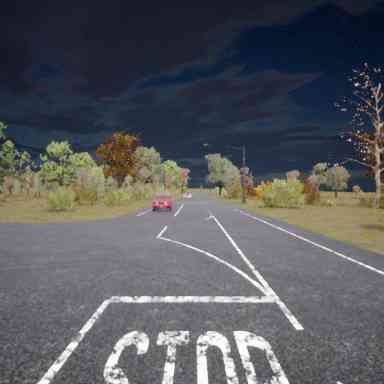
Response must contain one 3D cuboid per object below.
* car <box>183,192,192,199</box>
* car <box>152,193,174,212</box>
[{"bbox_3d":[-1.360,1.058,95.209,2.150,2.045,5.566,0,0,8],"label":"car"},{"bbox_3d":[-3.308,1.189,38.667,2.150,2.045,5.566,0,0,0],"label":"car"}]
